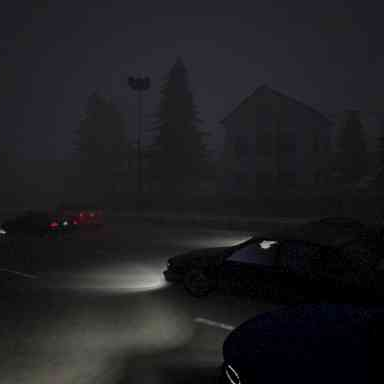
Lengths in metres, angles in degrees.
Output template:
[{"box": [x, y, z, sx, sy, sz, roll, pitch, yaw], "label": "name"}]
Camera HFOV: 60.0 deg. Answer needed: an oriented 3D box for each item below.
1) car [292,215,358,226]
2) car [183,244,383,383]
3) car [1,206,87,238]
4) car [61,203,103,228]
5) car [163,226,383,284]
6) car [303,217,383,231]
[{"box": [5.513, 1.592, 12.959, 4.181, 1.385, 1.994, -1, 0, 35], "label": "car"}, {"box": [2.530, 1.470, 2.187, 5.008, 1.535, 1.882, -1, 0, 35], "label": "car"}, {"box": [-8.605, 1.708, 18.726, 5.357, 1.411, 2.033, -1, 0, 35], "label": "car"}, {"box": [-8.184, 1.530, 22.725, 4.553, 1.767, 2.097, -1, 0, 36], "label": "car"}, {"box": [1.945, 1.569, 6.904, 5.357, 1.411, 2.033, -1, 0, 35], "label": "car"}, {"box": [5.411, 1.570, 8.733, 4.181, 1.385, 1.994, -1, 0, 35], "label": "car"}]
